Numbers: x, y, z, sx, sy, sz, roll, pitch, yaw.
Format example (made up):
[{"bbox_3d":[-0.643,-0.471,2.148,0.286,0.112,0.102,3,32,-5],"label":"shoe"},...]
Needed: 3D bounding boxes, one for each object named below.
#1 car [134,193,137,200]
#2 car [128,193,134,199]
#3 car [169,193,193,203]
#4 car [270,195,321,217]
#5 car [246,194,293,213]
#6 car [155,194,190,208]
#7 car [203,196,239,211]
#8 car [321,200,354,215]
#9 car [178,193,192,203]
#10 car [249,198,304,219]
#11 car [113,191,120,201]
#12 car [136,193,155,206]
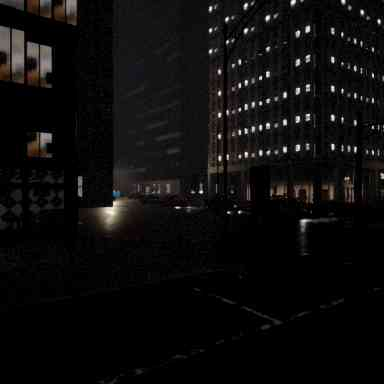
[{"bbox_3d":[-7.832,0.980,58.347,1.994,1.385,4.181,0,1,-35],"label":"car"},{"bbox_3d":[-11.498,0.864,67.799,1.947,1.339,4.313,1,0,-36],"label":"car"},{"bbox_3d":[-1.855,0.926,54.351,1.967,1.590,4.097,1,0,-35],"label":"car"},{"bbox_3d":[8.182,1.309,28.499,1.837,1.490,4.892,0,1,-32],"label":"car"},{"bbox_3d":[7.943,1.091,34.447,2.097,1.767,4.553,0,1,-32],"label":"car"},{"bbox_3d":[-2.477,1.211,40.515,1.802,1.307,4.206,1,0,-33],"label":"car"},{"bbox_3d":[3.164,1.189,36.463,2.128,1.511,4.902,0,1,-32],"label":"car"},{"bbox_3d":[13.037,1.377,31.249,1.802,1.307,4.206,1,0,-32],"label":"car"},{"bbox_3d":[-2.444,1.058,45.176,1.882,1.535,5.008,0,1,-34],"label":"car"},{"bbox_3d":[6.417,1.399,26.558,1.802,1.307,4.206,1,0,-32],"label":"car"},{"bbox_3d":[-14.969,0.919,58.893,1.887,1.381,4.507,1,0,-35],"label":"car"},{"bbox_3d":[-5.425,1.094,45.011,1.752,1.417,4.829,1,0,-33],"label":"car"}]
